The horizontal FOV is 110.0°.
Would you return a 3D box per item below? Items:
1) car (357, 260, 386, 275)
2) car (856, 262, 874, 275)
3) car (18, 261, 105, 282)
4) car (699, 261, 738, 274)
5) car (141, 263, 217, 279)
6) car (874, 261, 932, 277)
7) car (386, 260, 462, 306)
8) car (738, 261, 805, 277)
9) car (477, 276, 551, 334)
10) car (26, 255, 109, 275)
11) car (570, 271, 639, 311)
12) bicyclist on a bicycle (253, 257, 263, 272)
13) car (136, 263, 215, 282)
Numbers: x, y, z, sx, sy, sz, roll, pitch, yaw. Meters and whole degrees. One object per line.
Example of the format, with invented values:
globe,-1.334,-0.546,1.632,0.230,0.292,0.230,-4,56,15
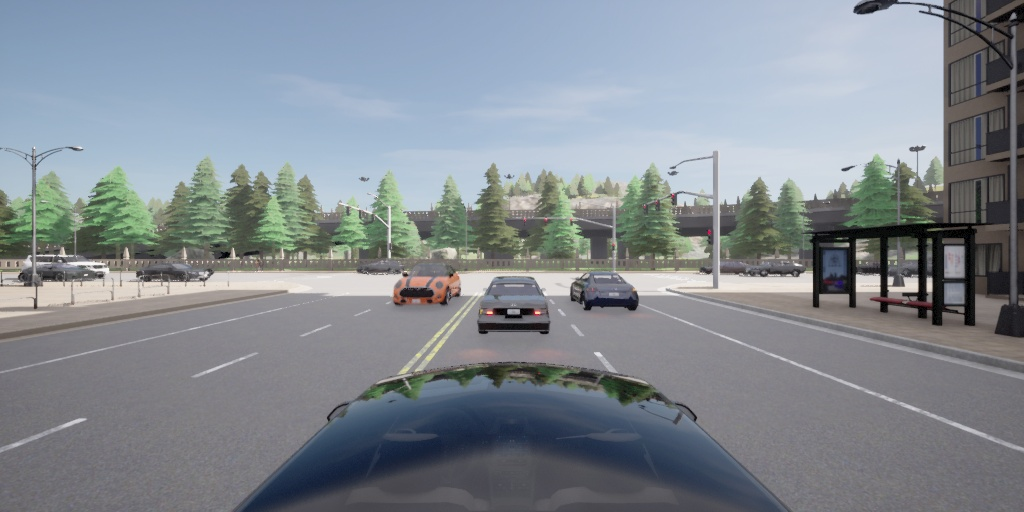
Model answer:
car,-13.720,1.183,37.652,4.902,1.511,2.128,0,0,1
car,36.329,1.292,36.356,4.718,1.301,1.895,0,0,9
car,-34.242,1.256,27.125,4.181,1.385,1.994,0,0,0
car,22.412,1.239,37.131,5.357,1.411,2.033,0,0,1
car,-28.361,1.293,30.632,4.718,1.301,1.895,0,0,1
car,36.940,1.184,32.633,4.902,1.511,2.128,0,0,11
car,-3.526,1.101,15.613,2.097,1.767,4.553,0,0,1
car,24.528,1.183,33.550,4.902,1.511,2.128,0,0,2
car,0.060,1.297,10.545,2.033,1.411,5.357,0,0,1
car,-38.077,0.913,30.623,5.566,2.045,2.150,0,0,-1
car,3.580,1.313,14.556,1.994,1.385,4.181,0,0,0
bicyclist on a bicycle,-29.460,0.991,41.648,0.582,1.620,1.656,0,0,1
car,-25.548,1.218,27.100,4.674,1.442,1.812,0,0,-1
